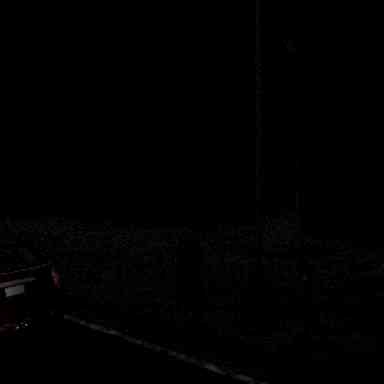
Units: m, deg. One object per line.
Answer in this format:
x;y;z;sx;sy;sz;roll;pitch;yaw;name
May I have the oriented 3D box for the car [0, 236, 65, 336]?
-4.199;1.507;6.063;4.097;1.590;1.967;-1;0;35;car
